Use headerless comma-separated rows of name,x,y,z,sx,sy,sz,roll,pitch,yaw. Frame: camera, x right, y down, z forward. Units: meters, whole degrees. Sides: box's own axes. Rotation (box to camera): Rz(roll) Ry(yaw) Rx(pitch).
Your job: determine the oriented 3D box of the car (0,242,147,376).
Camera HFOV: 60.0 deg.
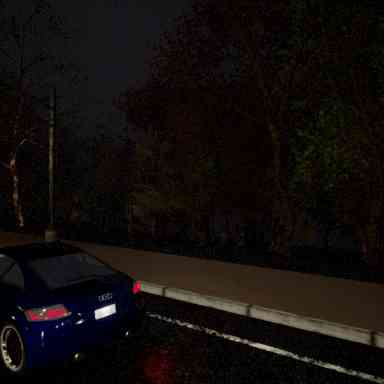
car,-2.763,1.563,5.638,4.181,1.385,1.994,0,0,37
